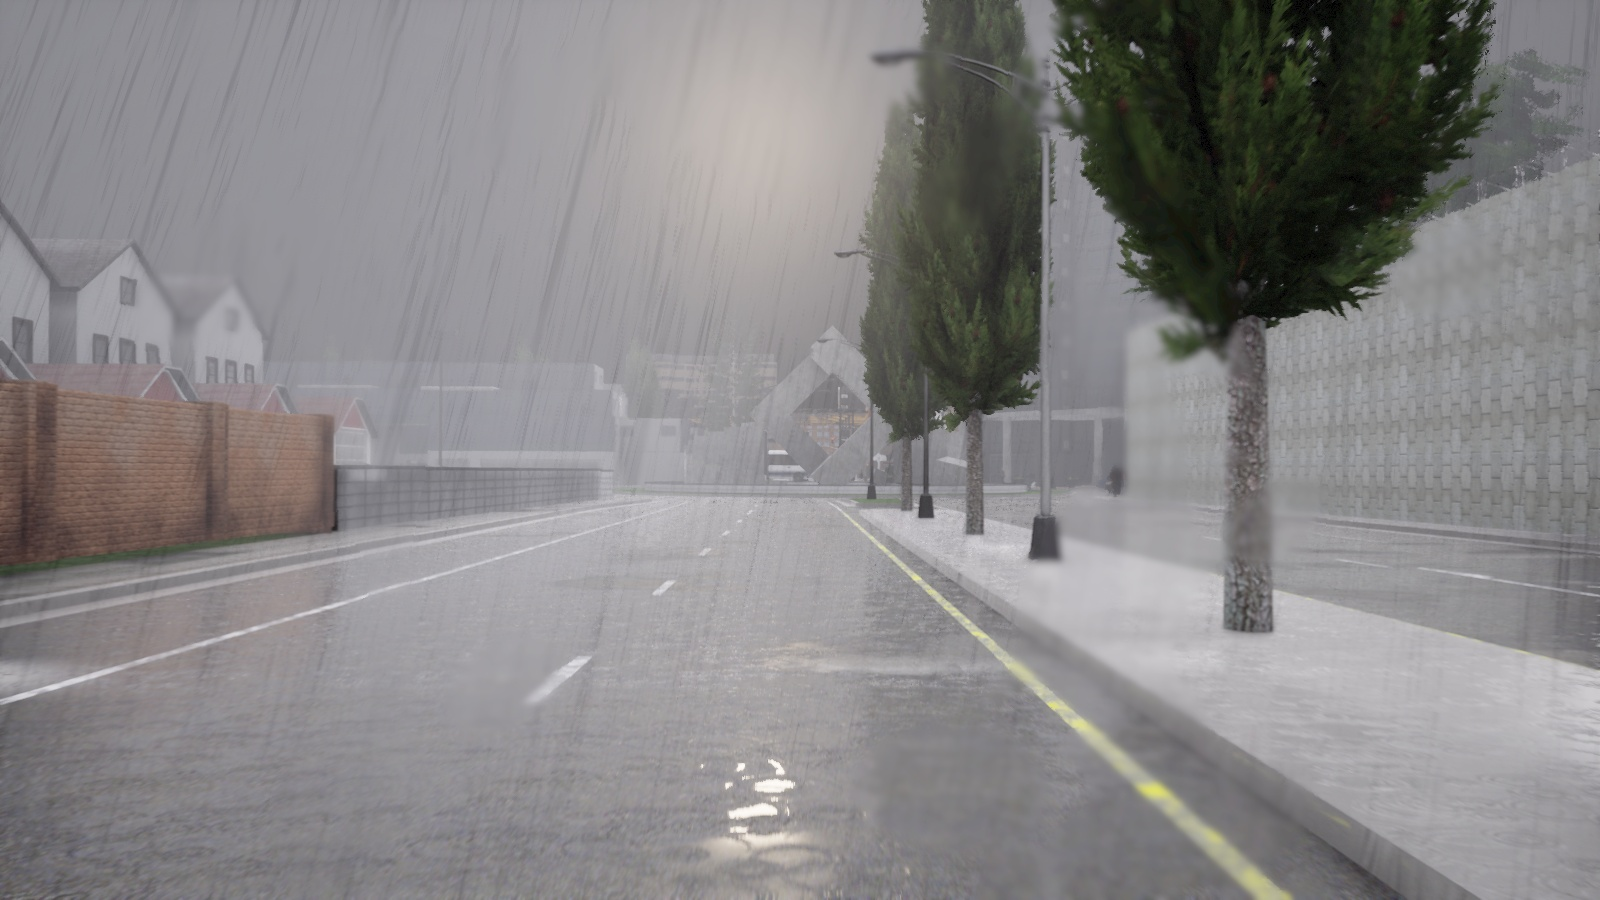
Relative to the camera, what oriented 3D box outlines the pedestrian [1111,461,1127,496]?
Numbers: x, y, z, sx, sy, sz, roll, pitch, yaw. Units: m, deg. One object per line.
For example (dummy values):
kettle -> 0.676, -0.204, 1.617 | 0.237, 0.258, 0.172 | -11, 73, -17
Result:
pedestrian -> 17.309, 1.541, 68.148 | 0.634, 1.844, 0.899 | -1, -1, 27
